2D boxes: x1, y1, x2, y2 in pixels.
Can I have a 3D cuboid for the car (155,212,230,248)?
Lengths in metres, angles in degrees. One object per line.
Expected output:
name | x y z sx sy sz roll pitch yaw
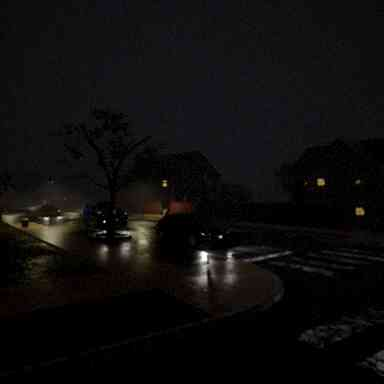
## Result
car | -0.119 1.855 17.183 1.837 1.490 4.892 -1 0 -36

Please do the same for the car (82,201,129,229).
car | -7.134 1.754 26.900 2.150 2.045 5.566 -1 0 -36

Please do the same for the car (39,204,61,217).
car | -18.052 2.318 42.118 1.837 1.490 4.892 -1 0 -35
